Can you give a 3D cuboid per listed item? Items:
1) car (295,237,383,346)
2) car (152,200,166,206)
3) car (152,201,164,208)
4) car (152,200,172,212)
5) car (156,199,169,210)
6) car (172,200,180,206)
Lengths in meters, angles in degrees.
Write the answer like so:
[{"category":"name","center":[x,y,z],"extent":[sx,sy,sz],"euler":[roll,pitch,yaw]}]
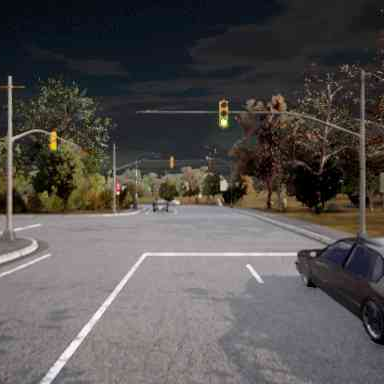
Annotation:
[{"category":"car","center":[3.608,1.580,6.320],"extent":[2.033,1.411,5.357],"euler":[0,0,0]},{"category":"car","center":[-8.302,2.773,83.255],"extent":[1.882,1.535,5.008],"euler":[0,-2,-25]},{"category":"car","center":[-6.794,2.411,66.531],"extent":[1.994,1.385,4.181],"euler":[0,-2,-11]},{"category":"car","center":[-3.981,1.777,42.585],"extent":[2.128,1.511,4.902],"euler":[0,-1,-3]},{"category":"car","center":[-4.753,1.960,52.890],"extent":[1.882,1.535,5.008],"euler":[0,-1,-7]},{"category":"car","center":[-4.433,2.783,83.056],"extent":[1.812,1.442,4.674],"euler":[0,-2,-22]}]
